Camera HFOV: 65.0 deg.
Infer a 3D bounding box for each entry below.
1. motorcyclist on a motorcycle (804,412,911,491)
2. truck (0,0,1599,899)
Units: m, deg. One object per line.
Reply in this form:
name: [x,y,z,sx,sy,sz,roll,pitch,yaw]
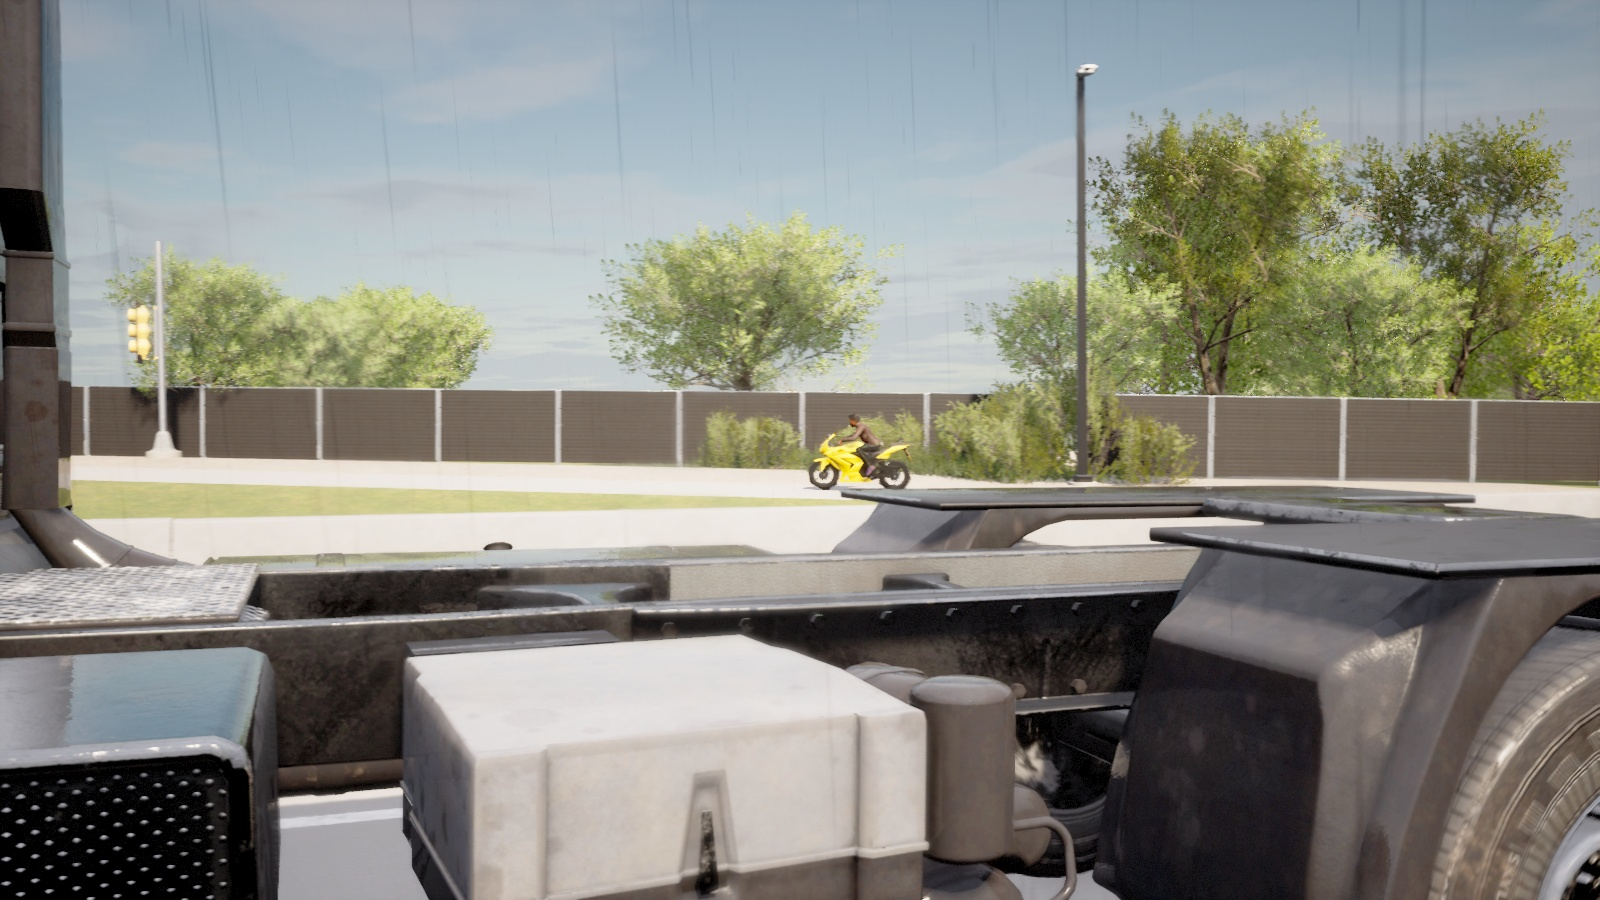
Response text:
motorcyclist on a motorcycle: [1.141,0.022,24.564,2.044,1.523,0.797,0,1,5]
truck: [-0.264,-0.232,3.127,7.936,3.462,2.891,-1,1,-21]
